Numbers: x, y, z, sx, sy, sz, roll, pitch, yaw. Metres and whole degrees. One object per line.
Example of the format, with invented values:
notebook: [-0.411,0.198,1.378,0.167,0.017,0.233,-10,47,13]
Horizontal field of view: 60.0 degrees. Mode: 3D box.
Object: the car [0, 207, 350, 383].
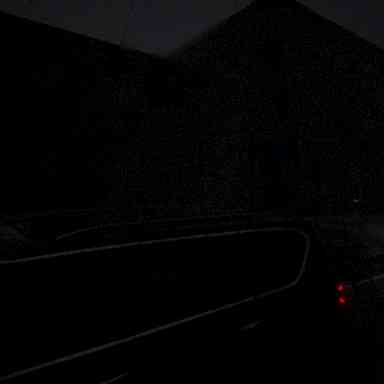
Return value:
car: [-0.982,1.211,2.672,5.566,2.045,2.150,0,0,-36]
